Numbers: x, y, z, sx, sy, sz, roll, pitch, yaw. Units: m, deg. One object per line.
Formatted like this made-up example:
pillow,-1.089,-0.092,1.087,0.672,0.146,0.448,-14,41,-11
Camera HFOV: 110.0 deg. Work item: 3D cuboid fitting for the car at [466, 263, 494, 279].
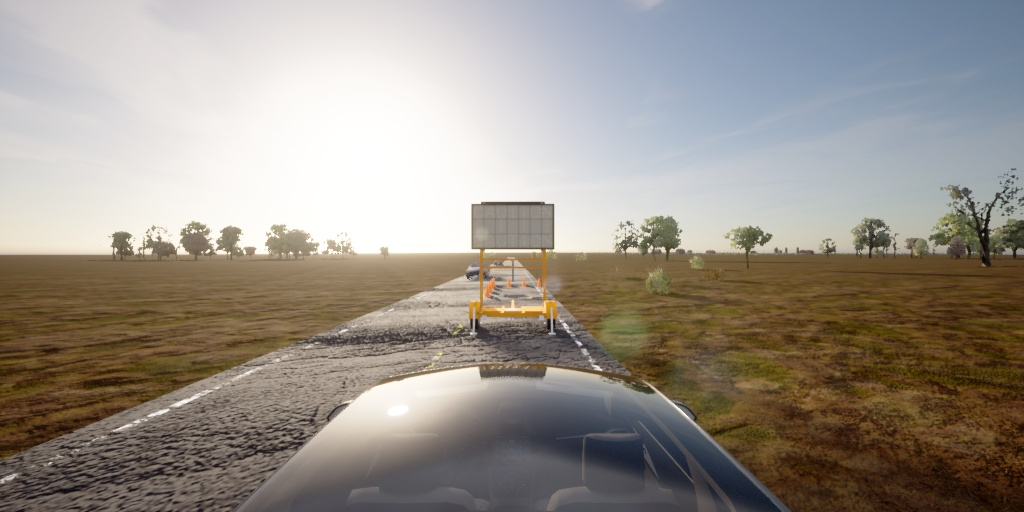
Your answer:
car,-3.016,1.297,32.578,2.033,1.411,5.357,0,0,0

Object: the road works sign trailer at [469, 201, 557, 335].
road works sign trailer,0.026,0.214,10.518,2.380,3.560,2.880,0,0,0
